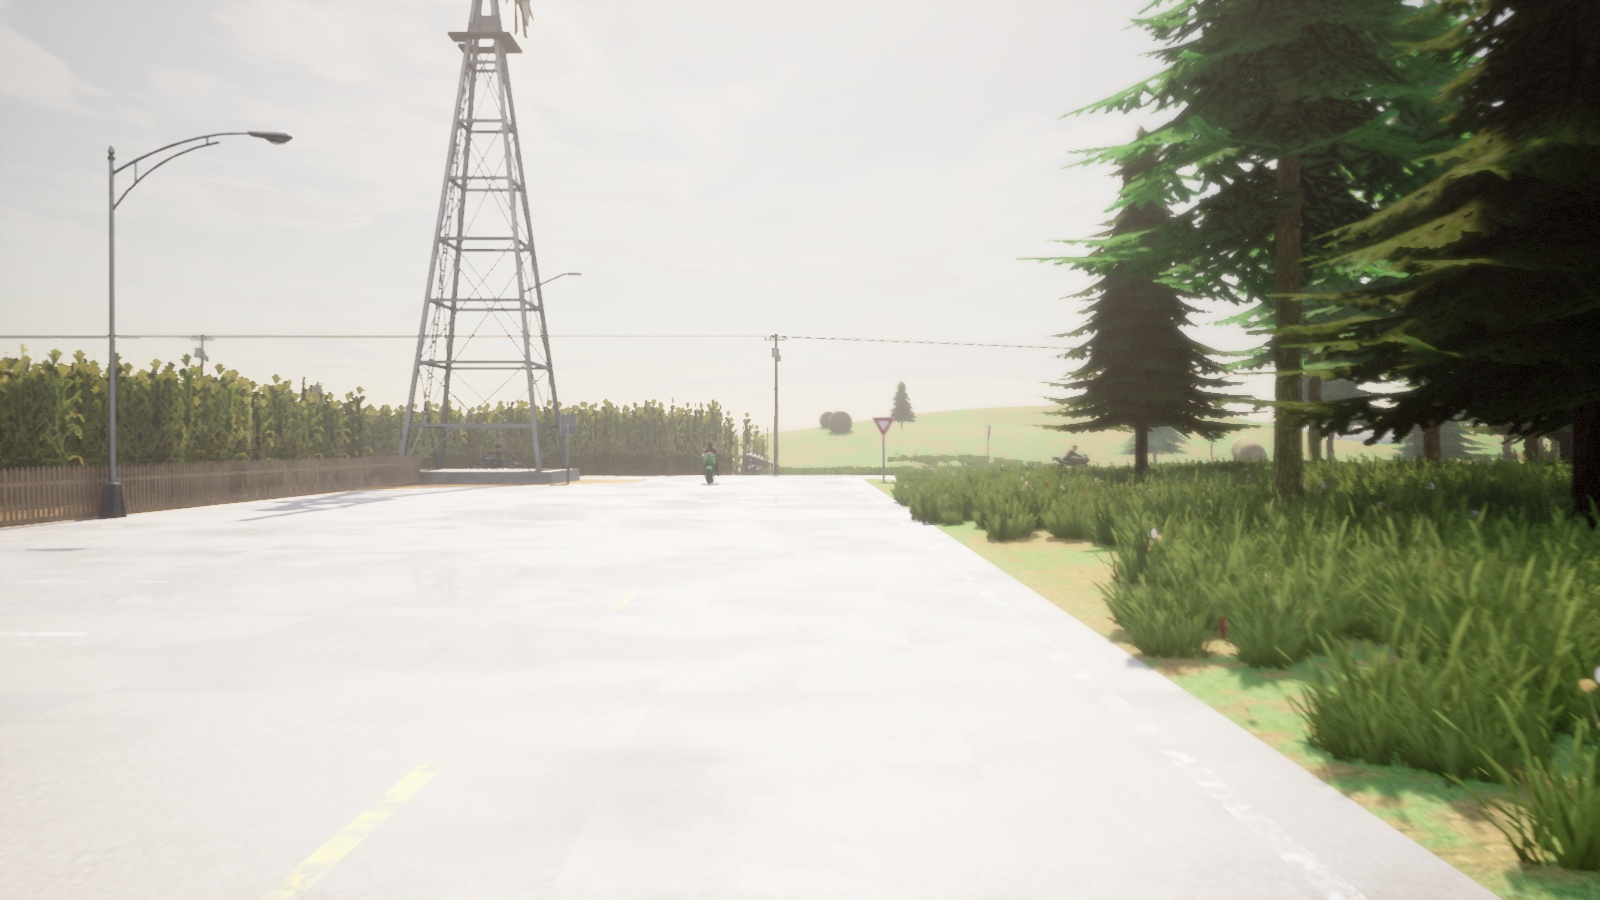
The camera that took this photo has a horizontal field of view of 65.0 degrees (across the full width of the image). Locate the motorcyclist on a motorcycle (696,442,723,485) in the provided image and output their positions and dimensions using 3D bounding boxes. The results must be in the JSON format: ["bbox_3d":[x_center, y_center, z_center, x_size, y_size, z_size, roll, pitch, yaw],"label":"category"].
[{"bbox_3d":[-3.225,0.464,44.995,0.797,1.523,2.044,0,0,0],"label":"motorcyclist on a motorcycle"}]

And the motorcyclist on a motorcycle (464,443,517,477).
[{"bbox_3d":[-14.921,0.471,60.584,2.350,1.649,0.766,0,0,0],"label":"motorcyclist on a motorcycle"}]

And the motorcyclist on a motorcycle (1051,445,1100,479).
[{"bbox_3d":[12.587,0.543,57.461,2.044,1.523,0.797,0,0,-1],"label":"motorcyclist on a motorcycle"}]
